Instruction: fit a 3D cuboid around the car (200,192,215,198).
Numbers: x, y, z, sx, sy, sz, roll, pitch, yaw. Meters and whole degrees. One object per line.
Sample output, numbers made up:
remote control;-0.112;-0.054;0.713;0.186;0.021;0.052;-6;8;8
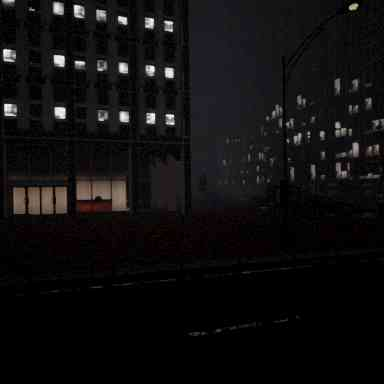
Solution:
car;3.709;0.704;80.306;1.967;1.590;4.097;0;1;-20

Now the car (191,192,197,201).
car;-0.340;1.054;66.780;2.008;1.369;4.403;0;1;-20

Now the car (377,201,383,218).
car;16.976;1.216;26.046;2.097;1.767;4.553;-1;1;-19

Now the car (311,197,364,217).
car;12.971;1.433;29.288;1.947;1.339;4.313;0;1;-20

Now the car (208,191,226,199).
car;5.628;0.632;74.955;2.192;1.841;5.009;0;1;-20

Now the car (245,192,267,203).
car;9.795;1.150;46.203;1.882;1.535;5.008;-1;1;-19

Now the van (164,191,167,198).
van;-6.098;0.685;82.827;1.690;1.788;3.998;0;1;-20

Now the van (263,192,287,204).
van;13.303;0.869;53.556;1.690;1.788;3.998;0;1;-20

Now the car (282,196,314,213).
car;11.068;1.398;34.646;1.802;1.307;4.206;0;1;-20

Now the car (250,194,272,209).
car;9.204;1.331;40.015;1.947;1.339;4.313;0;1;-20

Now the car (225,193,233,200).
car;7.548;0.952;69.609;1.802;1.307;4.206;0;1;-20

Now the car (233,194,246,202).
car;9.386;1.055;56.786;1.812;1.442;4.674;-1;1;-20

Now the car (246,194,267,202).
car;11.386;1.058;58.909;1.802;1.307;4.206;0;1;-20

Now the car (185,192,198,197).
car;-0.128;0.708;91.007;2.008;1.369;4.403;0;1;-20

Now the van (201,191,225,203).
van;3.498;0.951;56.078;1.690;1.788;3.998;0;1;-20

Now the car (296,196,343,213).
car;13.541;1.250;35.723;1.882;1.535;5.008;-1;1;-19
